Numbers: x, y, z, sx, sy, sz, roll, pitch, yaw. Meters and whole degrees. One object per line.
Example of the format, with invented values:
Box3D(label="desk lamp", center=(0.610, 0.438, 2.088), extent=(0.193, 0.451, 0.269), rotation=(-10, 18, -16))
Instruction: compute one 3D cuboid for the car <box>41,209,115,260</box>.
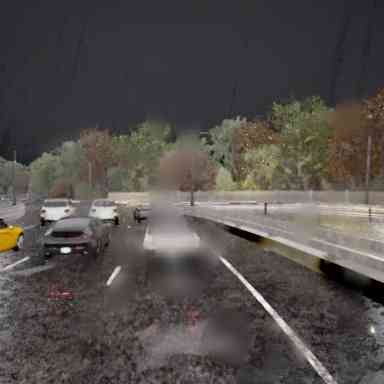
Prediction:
Box3D(label="car", center=(-4.432, 1.679, 13.328), extent=(1.837, 1.490, 4.892), rotation=(0, 0, -7))

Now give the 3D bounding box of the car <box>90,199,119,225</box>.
Box3D(label="car", center=(-7.254, 1.573, 27.627), extent=(2.150, 2.045, 5.566), rotation=(0, 0, -15))

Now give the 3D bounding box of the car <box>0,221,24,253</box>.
Box3D(label="car", center=(-7.790, 1.647, 12.006), extent=(1.882, 1.535, 5.008), rotation=(0, -1, -7))

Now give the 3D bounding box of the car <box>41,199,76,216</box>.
Box3D(label="car", center=(-10.640, 1.575, 26.752), extent=(2.150, 2.045, 5.566), rotation=(0, 0, -15))

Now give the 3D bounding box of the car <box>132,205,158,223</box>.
Box3D(label="car", center=(-4.143, 1.852, 29.506), extent=(2.128, 1.511, 4.902), rotation=(0, -1, -15))

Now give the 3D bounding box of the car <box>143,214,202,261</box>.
Box3D(label="car", center=(-0.865, 1.757, 13.006), extent=(1.895, 1.301, 4.718), rotation=(0, -1, -7))
